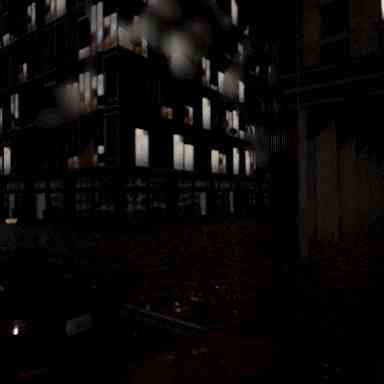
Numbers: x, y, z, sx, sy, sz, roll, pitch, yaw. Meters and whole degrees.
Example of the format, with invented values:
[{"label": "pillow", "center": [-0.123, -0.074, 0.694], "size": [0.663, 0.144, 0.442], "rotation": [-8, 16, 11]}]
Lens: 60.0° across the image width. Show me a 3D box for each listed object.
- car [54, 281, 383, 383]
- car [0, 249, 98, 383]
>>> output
[{"label": "car", "center": [1.426, 1.527, 1.875], "size": [4.829, 1.417, 1.752], "rotation": [0, -1, 36]}, {"label": "car", "center": [-2.975, 1.535, 5.017], "size": [4.313, 1.339, 1.947], "rotation": [0, -1, 36]}]
